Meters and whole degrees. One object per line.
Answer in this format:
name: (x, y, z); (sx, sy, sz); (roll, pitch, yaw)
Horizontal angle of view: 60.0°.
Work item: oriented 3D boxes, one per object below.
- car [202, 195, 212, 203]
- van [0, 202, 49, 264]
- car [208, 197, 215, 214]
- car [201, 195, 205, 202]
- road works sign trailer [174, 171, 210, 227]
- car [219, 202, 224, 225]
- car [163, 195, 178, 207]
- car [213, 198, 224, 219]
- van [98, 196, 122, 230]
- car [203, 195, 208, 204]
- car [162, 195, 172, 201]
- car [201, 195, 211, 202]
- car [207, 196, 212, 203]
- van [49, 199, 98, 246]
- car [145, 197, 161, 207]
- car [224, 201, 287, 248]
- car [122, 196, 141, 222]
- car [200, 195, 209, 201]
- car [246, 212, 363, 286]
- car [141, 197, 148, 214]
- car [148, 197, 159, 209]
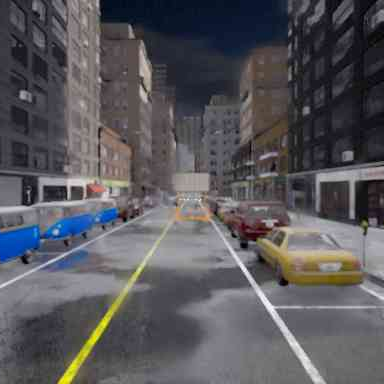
car: (2.887, 1.344, 65.048); (1.752, 1.417, 4.829); (-1, 0, 0)
van: (-5.676, 1.319, 9.022); (1.690, 1.788, 3.998); (-1, 0, 0)
car: (2.868, 1.486, 31.364); (1.947, 1.339, 4.313); (-1, 0, 0)
car: (2.884, 1.389, 59.293); (2.008, 1.369, 4.403); (-1, 0, 0)
road works sign trailer: (0.013, 0.410, 22.020); (2.380, 3.560, 2.880); (0, 0, 0)
car: (2.862, 1.533, 20.192); (1.802, 1.307, 4.206); (-1, 0, 0)
car: (-3.063, 1.396, 49.105); (1.812, 1.442, 4.674); (0, 0, 0)
car: (2.865, 1.461, 25.948); (1.752, 1.417, 4.829); (-1, 0, 0)
van: (-5.673, 1.291, 20.194); (1.690, 1.788, 3.998); (-1, 0, 0)
car: (2.875, 1.440, 42.535); (2.008, 1.369, 4.403); (-1, 0, 0)
car: (-5.652, 1.325, 76.052); (1.887, 1.381, 4.507); (-1, 0, 0)
car: (2.890, 1.366, 70.465); (1.947, 1.339, 4.313); (-1, 0, 0)
car: (2.871, 1.471, 36.949); (1.947, 1.339, 4.313); (-1, 0, 0)
van: (-5.675, 1.306, 14.609); (1.690, 1.788, 3.998); (-1, 0, 0)
car: (-5.661, 1.454, 48.124); (1.802, 1.307, 4.206); (-1, 0, 0)
car: (2.856, 1.280, 14.605); (2.192, 1.841, 5.009); (-1, 0, 0)
car: (-5.671, 1.250, 25.780); (2.192, 1.841, 5.009); (-1, 0, 0)
car: (2.893, 1.363, 76.050); (1.802, 1.307, 4.206); (-1, 0, 0)
car: (2.855, 1.504, 9.190); (1.752, 1.417, 4.829); (-1, 0, 0)
car: (-5.668, 1.360, 31.366); (1.967, 1.590, 4.097); (-1, 0, 0)
car: (-5.664, 1.329, 42.537); (1.967, 1.590, 4.097); (-1, 0, 0)
